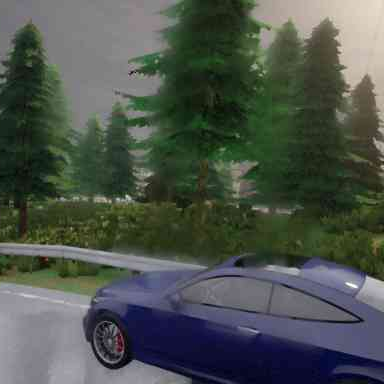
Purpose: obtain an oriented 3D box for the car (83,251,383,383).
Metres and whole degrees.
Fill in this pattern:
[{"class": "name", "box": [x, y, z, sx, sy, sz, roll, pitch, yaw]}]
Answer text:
[{"class": "car", "box": [0.752, 1.499, 4.100, 4.674, 1.442, 1.812, 1, 1, 31]}]
